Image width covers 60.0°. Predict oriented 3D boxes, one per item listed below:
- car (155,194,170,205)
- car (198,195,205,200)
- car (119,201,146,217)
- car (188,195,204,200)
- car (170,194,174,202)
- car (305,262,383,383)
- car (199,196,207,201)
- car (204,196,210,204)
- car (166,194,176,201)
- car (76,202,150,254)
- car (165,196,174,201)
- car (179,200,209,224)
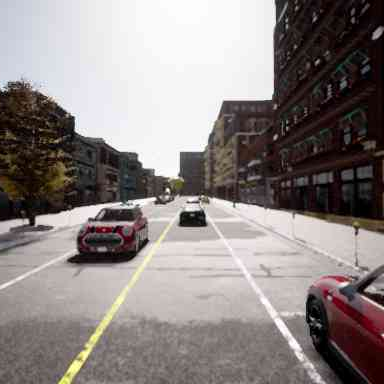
[{"bbox_3d":[-5.654,1.480,60.377,1.967,1.590,4.097,1,0,0],"label":"car"},{"bbox_3d":[2.735,1.614,94.555,1.887,1.381,4.507,1,0,0],"label":"car"},{"bbox_3d":[-5.665,1.602,31.944,1.802,1.307,4.206,1,0,0],"label":"car"},{"bbox_3d":[0.108,1.520,45.538,2.128,1.511,4.902,0,0,0],"label":"car"},{"bbox_3d":[-5.653,1.615,71.751,1.947,1.339,4.313,1,0,0],"label":"car"},{"bbox_3d":[2.708,1.442,3.569,1.967,1.590,4.097,1,0,0],"label":"car"},{"bbox_3d":[2.731,1.641,83.182,1.802,1.307,4.206,1,0,0],"label":"car"},{"bbox_3d":[2.726,1.569,66.292,1.752,1.417,4.829,1,0,0],"label":"car"},{"bbox_3d":[-5.642,1.379,88.810,2.192,1.841,5.009,1,0,0],"label":"car"},{"bbox_3d":[-3.026,1.359,13.539,2.097,1.767,4.553,0,0,1],"label":"car"},{"bbox_3d":[-5.649,1.625,83.124,1.947,1.339,4.313,1,0,0],"label":"car"},{"bbox_3d":[0.059,1.579,25.221,1.994,1.385,4.181,0,0,1],"label":"car"}]
